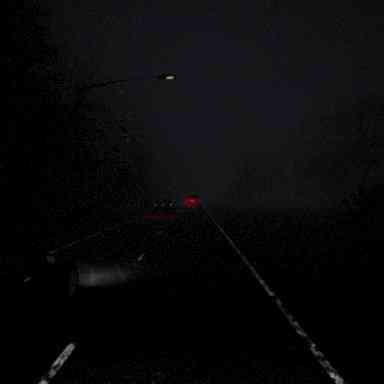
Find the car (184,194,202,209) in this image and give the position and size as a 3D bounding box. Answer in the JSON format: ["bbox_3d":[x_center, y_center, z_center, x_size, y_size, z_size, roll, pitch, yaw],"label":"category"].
[{"bbox_3d":[0.090,1.212,44.163,2.150,2.045,5.566,0,0,0],"label":"car"}]

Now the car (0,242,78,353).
[{"bbox_3d":[-3.399,1.524,5.382,1.812,1.442,4.674,0,0,0],"label":"car"}]

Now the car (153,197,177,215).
[{"bbox_3d":[-2.752,1.343,34.535,2.097,1.767,4.553,0,0,2],"label":"car"}]

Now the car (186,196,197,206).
[{"bbox_3d":[-0.009,1.513,57.052,1.812,1.442,4.674,0,0,0],"label":"car"}]
